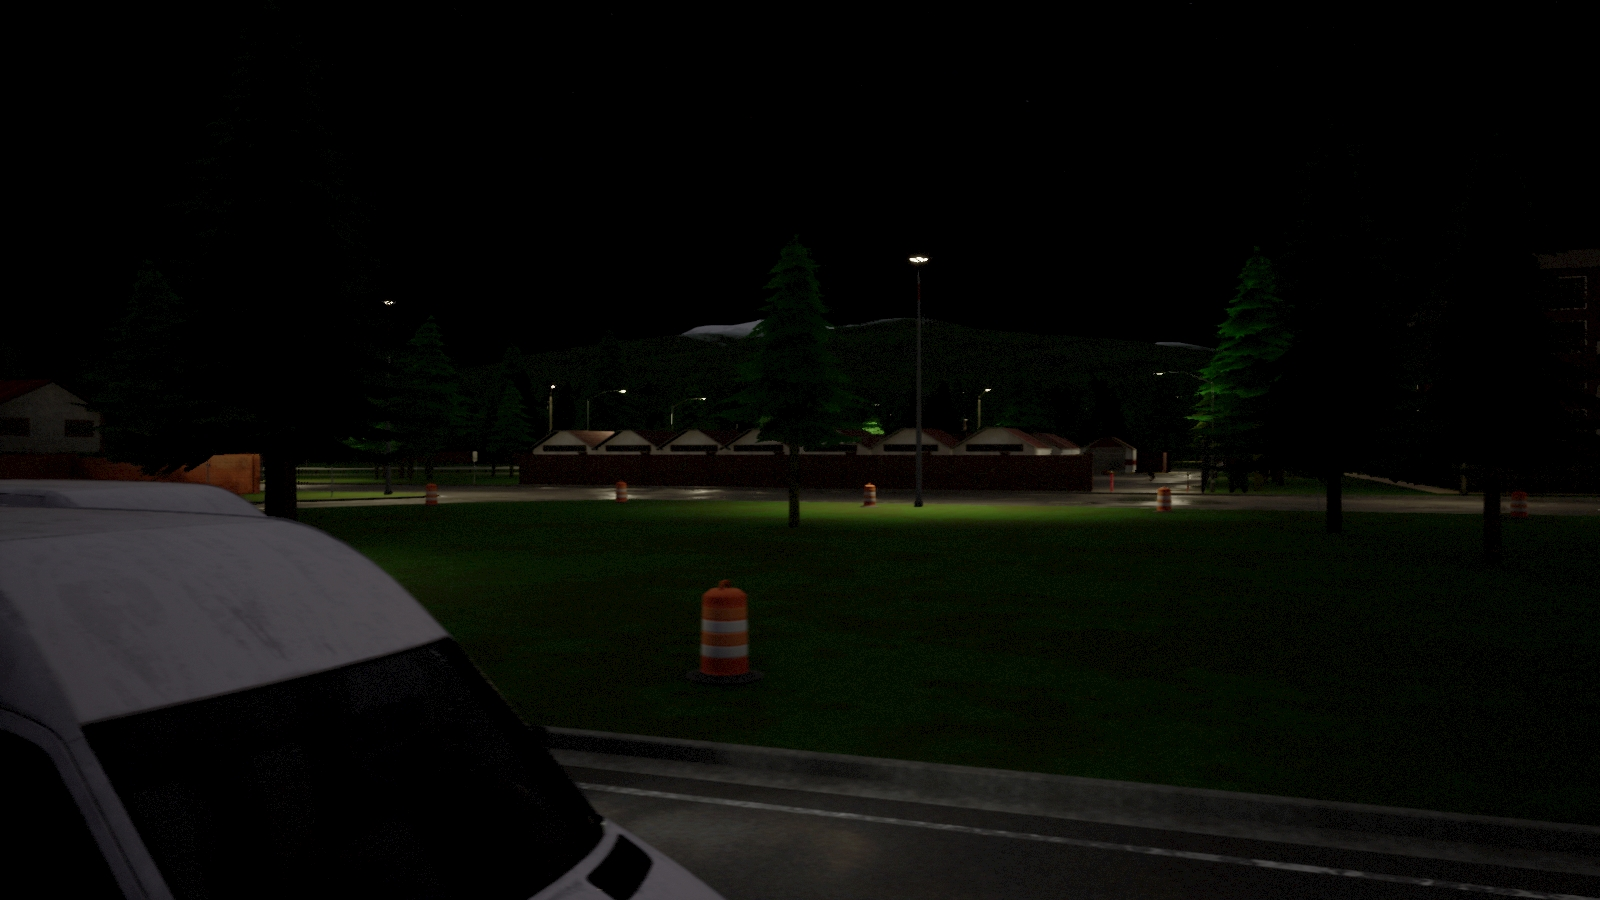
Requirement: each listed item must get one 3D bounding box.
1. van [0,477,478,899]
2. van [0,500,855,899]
[{"bbox_3d":[-5.661,1.539,9.089,5.915,2.561,1.988,0,0,20],"label":"van"},{"bbox_3d":[-2.913,1.537,4.363,5.915,2.561,1.988,0,0,20],"label":"van"}]
